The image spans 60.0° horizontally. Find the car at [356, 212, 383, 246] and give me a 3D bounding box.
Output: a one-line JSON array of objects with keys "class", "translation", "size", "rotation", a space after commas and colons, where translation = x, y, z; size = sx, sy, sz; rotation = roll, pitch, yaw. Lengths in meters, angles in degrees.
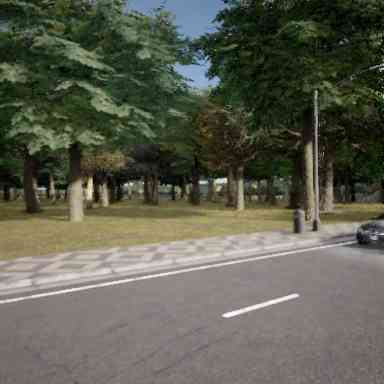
[{"class": "car", "translation": [8.783, 1.474, 13.943], "size": [4.674, 1.442, 1.812], "rotation": [0, 0, -35]}]
